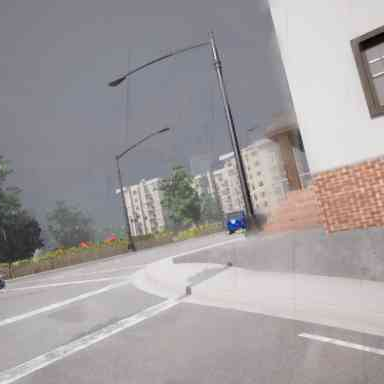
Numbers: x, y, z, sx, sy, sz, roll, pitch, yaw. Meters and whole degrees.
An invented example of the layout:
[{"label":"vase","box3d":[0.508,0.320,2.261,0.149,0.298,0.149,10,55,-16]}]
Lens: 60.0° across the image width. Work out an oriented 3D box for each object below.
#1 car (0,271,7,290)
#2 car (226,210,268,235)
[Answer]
[{"label":"car","box3d":[-9.795,3.533,12.825,4.553,1.767,2.097,-8,-8,-28]},{"label":"car","box3d":[5.303,2.767,32.003,2.150,2.045,5.566,-16,-8,35]}]
